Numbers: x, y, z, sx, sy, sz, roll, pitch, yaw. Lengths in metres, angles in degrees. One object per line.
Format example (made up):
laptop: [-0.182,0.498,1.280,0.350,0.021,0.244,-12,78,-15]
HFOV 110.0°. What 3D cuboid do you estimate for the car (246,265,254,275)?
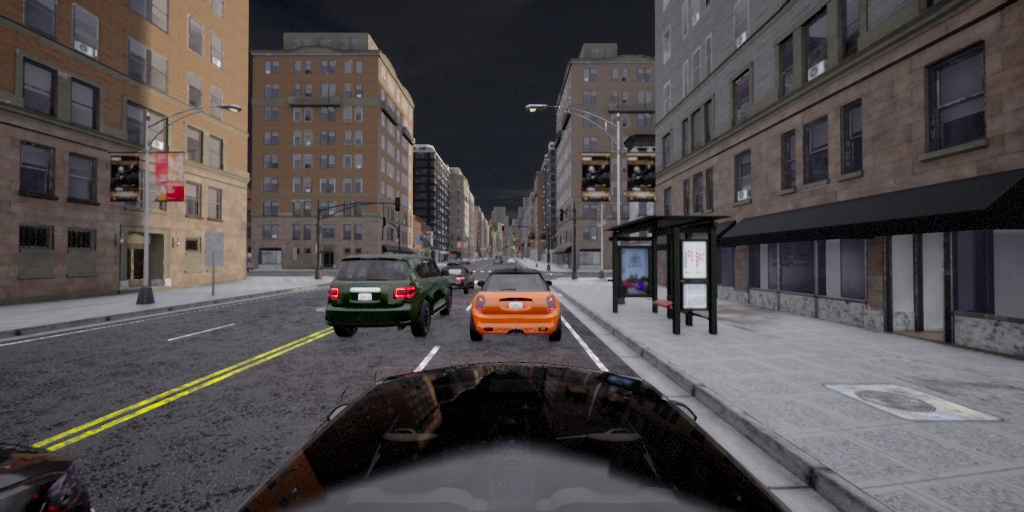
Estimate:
car: [-28.213,1.124,35.236,5.008,1.535,1.882,0,-1,0]

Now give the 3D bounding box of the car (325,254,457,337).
car: [-3.171,0.973,10.401,2.150,2.045,5.566,0,0,0]

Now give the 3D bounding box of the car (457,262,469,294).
car: [-3.199,1.279,20.108,1.812,1.442,4.674,0,0,0]

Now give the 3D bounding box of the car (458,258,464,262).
car: [-9.964,1.360,61.201,1.895,1.301,4.718,0,0,0]

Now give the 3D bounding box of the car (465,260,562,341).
car: [0.080,1.103,10.015,2.097,1.767,4.553,0,0,0]
